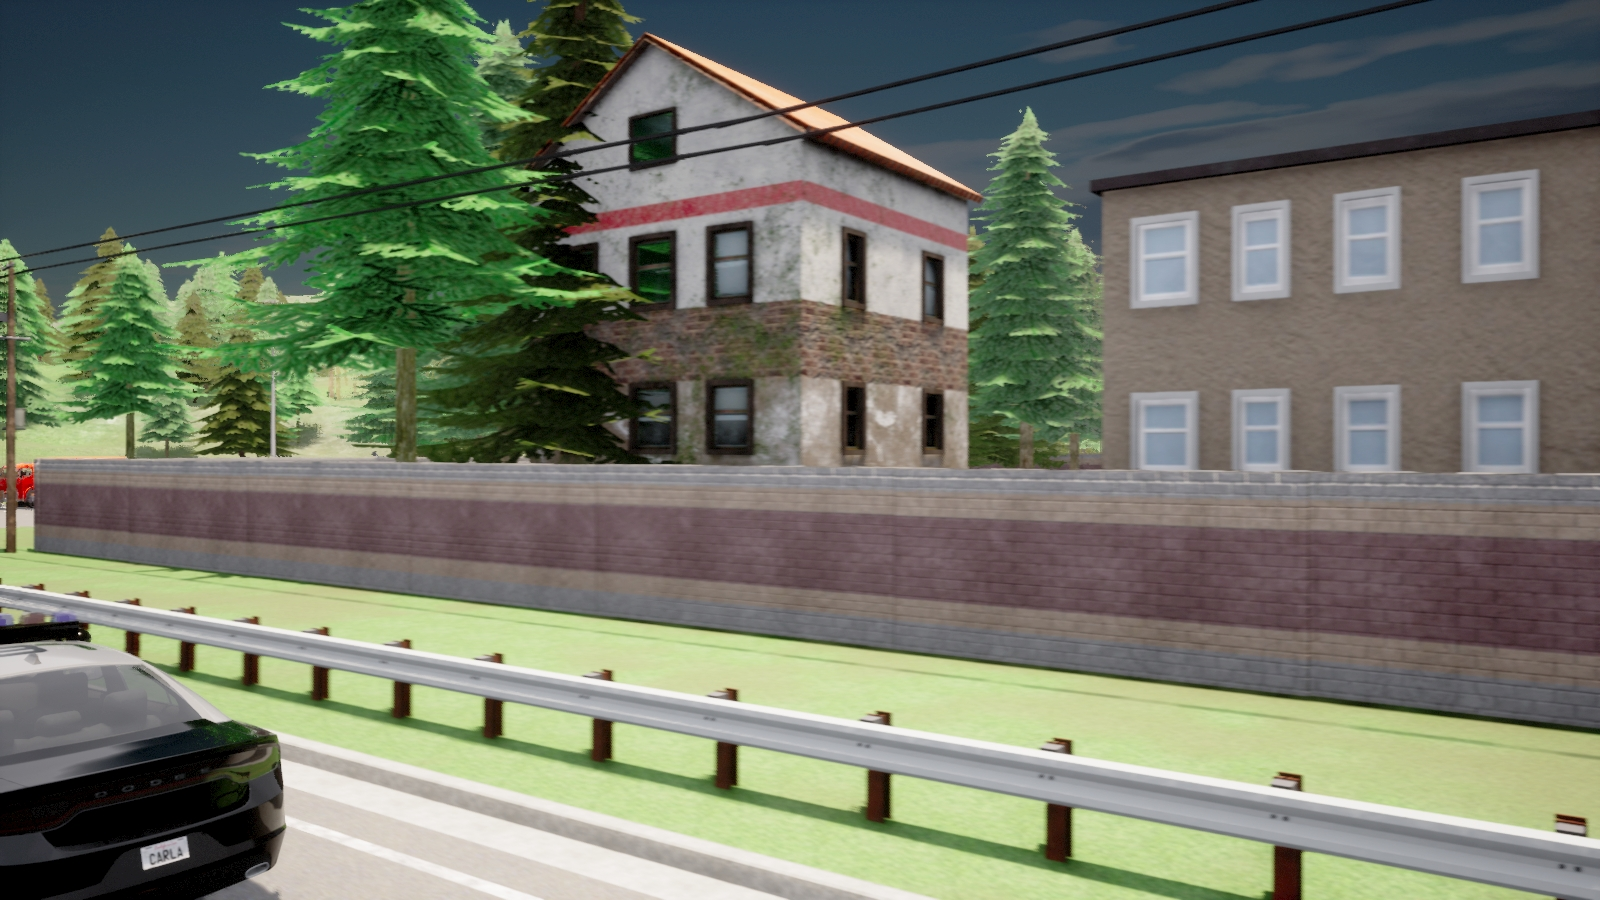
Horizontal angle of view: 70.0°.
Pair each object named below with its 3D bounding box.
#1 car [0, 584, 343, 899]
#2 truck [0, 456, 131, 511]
[{"bbox_3d":[-5.560,1.982,7.679,5.238,1.638,2.097,0,0,35],"label":"car"},{"bbox_3d":[-35.945,1.566,55.637,2.627,2.467,5.204,0,0,35],"label":"truck"}]
